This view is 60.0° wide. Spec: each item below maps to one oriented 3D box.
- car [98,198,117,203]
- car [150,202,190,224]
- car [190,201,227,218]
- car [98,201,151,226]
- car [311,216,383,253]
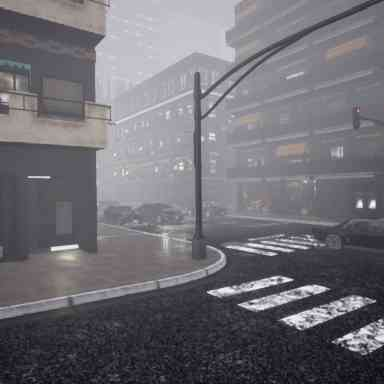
[{"bbox_3d":[-11.890,1.518,47.264,1.887,1.381,4.507,-1,1,-36],"label":"car"},{"bbox_3d":[-2.487,1.539,25.114,1.837,1.490,4.892,-1,0,-36],"label":"car"},{"bbox_3d":[1.235,1.512,29.204,2.008,1.369,4.403,-1,1,-36],"label":"car"},{"bbox_3d":[-5.139,1.632,24.571,1.947,1.339,4.313,-1,1,-36],"label":"car"},{"bbox_3d":[6.944,1.597,12.153,1.895,1.301,4.718,0,0,-36],"label":"car"}]
